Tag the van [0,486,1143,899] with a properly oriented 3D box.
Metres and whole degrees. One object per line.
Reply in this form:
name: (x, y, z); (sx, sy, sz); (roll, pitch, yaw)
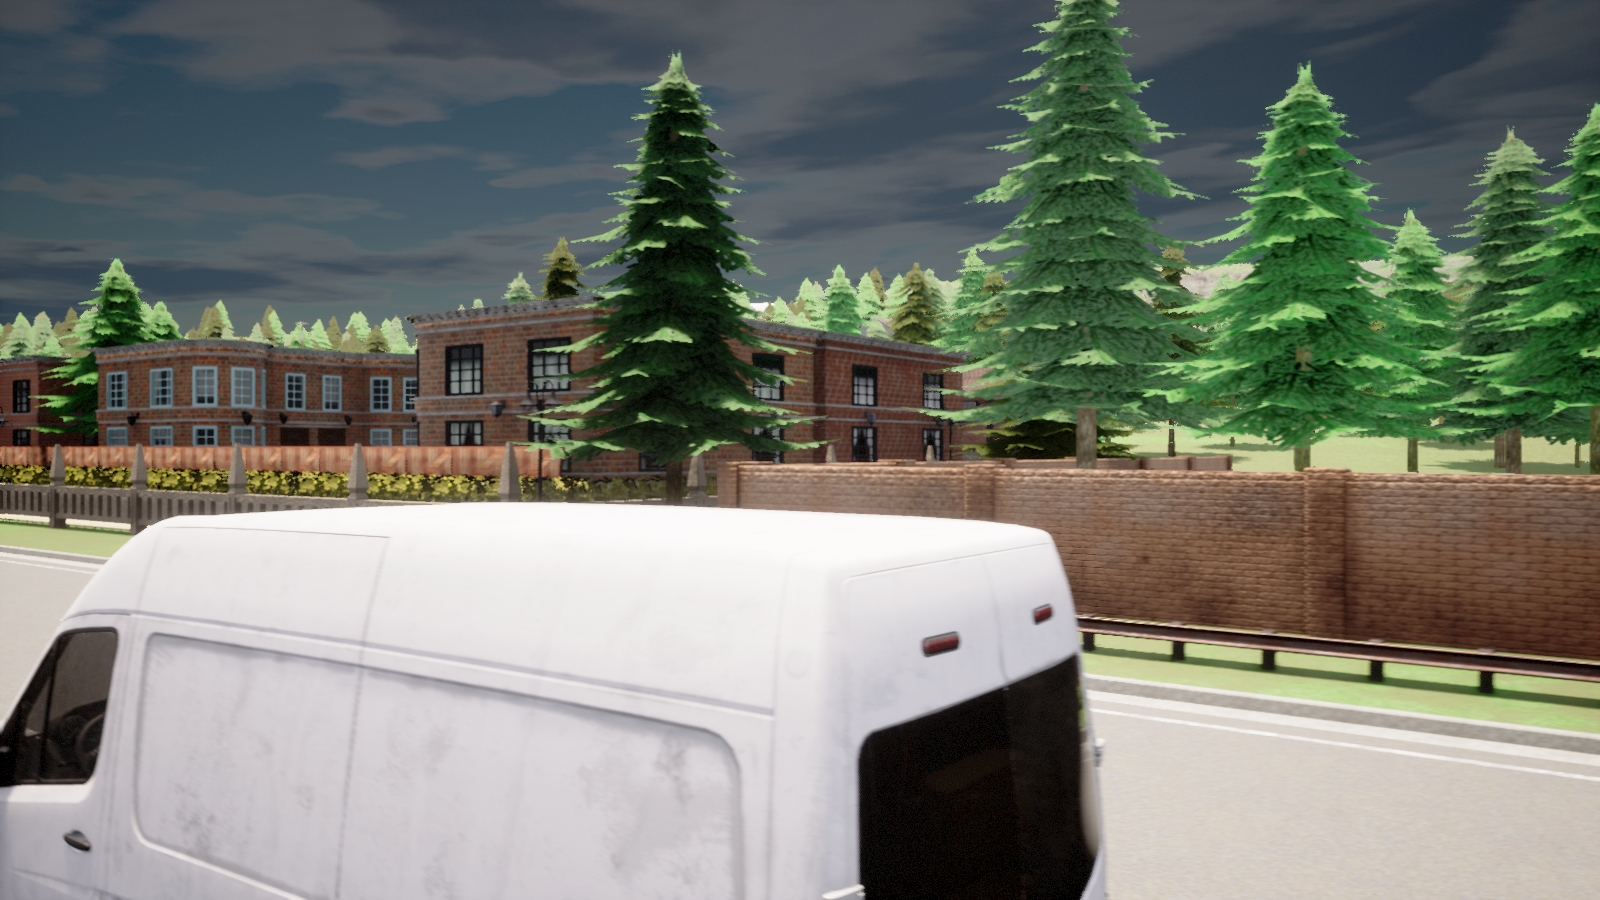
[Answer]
van: (-1.757, 1.524, 5.010); (5.915, 2.561, 1.988); (0, 0, 35)
